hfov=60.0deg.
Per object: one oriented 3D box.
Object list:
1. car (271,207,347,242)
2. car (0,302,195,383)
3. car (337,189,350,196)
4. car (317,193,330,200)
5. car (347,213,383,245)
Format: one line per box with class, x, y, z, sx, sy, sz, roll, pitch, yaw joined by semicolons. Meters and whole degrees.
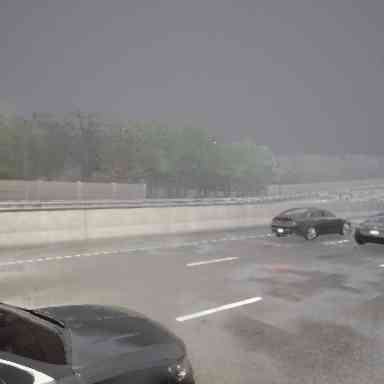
car;6.027;1.516;16.619;4.892;1.490;1.837;0;0;-35
car;-2.227;1.505;2.280;4.892;1.490;1.837;0;0;-36
car;39.388;0.162;86.556;2.097;1.767;4.553;0;3;40
car;29.434;0.942;74.230;1.812;1.442;4.674;0;2;37
car;8.870;1.576;14.344;4.181;1.385;1.994;0;0;-35
